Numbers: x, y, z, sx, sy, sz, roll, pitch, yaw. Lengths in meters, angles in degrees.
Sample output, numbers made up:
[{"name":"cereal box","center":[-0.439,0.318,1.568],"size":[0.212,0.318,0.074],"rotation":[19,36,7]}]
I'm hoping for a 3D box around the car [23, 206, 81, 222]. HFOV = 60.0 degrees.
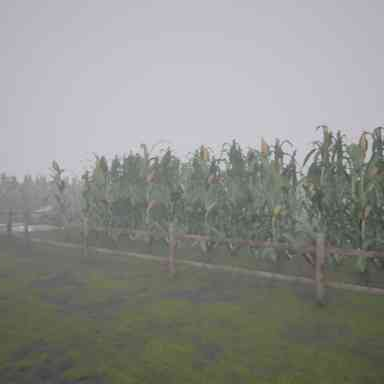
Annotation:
[{"name":"car","center":[-10.935,1.755,26.173],"size":[1.994,1.385,4.181],"rotation":[-1,-1,37]}]
